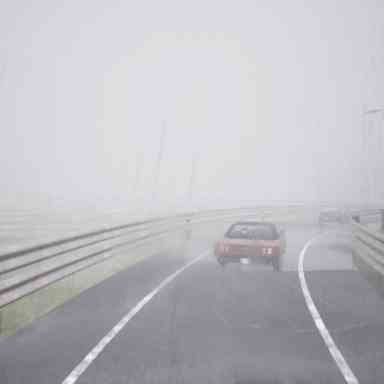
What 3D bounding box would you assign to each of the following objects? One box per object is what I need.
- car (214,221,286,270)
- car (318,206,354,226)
[{"bbox_3d":[2.198,1.656,11.397,1.895,1.301,4.718,1,0,18],"label":"car"},{"bbox_3d":[11.587,1.849,26.379,1.812,1.442,4.674,1,-1,44],"label":"car"}]
